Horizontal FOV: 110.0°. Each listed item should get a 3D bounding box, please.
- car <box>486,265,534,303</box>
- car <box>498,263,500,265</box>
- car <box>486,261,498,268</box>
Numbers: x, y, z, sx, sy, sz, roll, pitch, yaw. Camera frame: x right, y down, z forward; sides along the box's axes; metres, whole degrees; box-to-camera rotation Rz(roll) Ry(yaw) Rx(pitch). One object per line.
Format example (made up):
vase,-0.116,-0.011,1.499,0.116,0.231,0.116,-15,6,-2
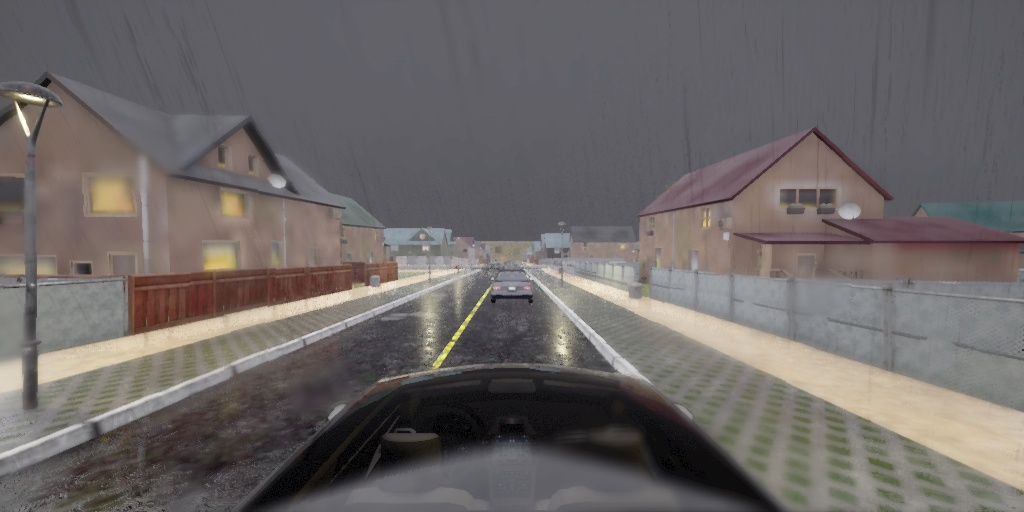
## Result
car,0.001,1.313,16.517,2.033,1.411,5.357,0,0,0
car,0.000,1.399,31.564,1.895,1.301,4.718,0,0,0
car,-2.748,1.470,53.312,1.994,1.385,4.181,0,0,0
